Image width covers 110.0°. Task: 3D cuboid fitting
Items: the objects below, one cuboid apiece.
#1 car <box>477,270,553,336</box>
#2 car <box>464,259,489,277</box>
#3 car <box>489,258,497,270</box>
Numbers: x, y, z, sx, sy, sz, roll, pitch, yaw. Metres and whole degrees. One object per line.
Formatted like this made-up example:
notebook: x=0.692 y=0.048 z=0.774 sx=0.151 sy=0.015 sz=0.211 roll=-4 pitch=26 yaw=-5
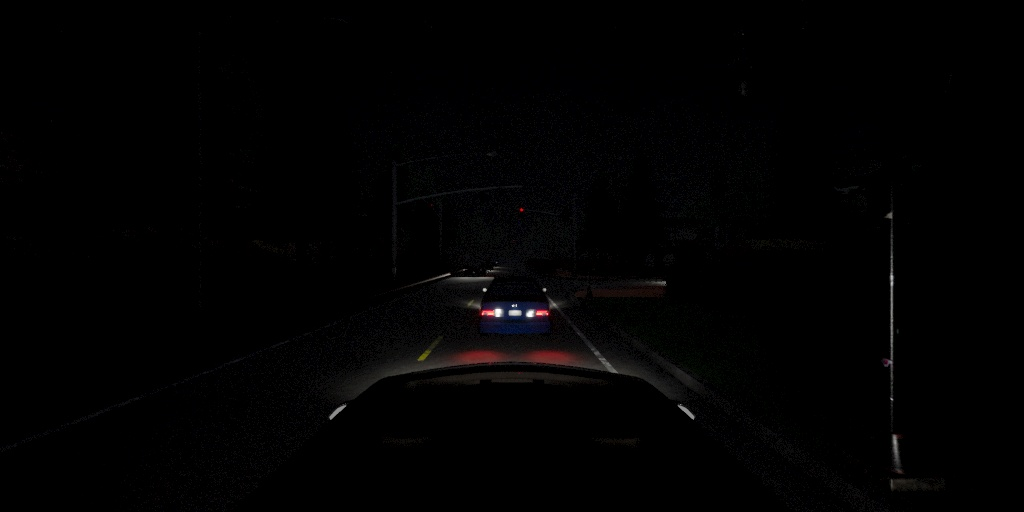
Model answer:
car: x=0.075 y=1.297 z=10.393 sx=2.033 sy=1.411 sz=5.357 roll=0 pitch=0 yaw=0
car: x=-3.577 y=1.275 z=35.483 sx=1.812 sy=1.442 sz=4.674 roll=0 pitch=0 yaw=-1
car: x=-3.630 y=1.298 z=51.074 sx=2.033 sy=1.411 sz=5.357 roll=0 pitch=0 yaw=-1
